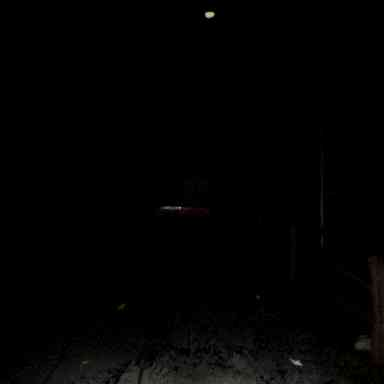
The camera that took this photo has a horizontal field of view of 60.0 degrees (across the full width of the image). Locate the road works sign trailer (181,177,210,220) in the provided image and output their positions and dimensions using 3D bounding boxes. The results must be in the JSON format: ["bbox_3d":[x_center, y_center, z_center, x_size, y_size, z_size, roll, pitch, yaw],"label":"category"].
[{"bbox_3d":[0.259,0.510,29.088,2.380,3.560,2.880,0,0,-6],"label":"road works sign trailer"}]

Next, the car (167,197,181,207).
[{"bbox_3d":[-2.845,1.581,52.629,1.837,1.490,4.892,0,-1,0],"label":"car"}]
